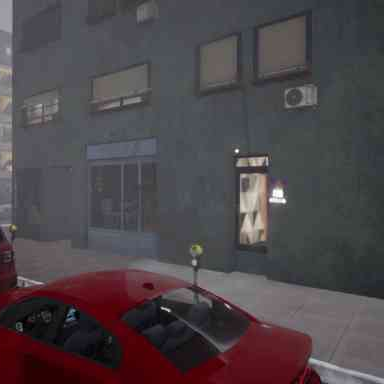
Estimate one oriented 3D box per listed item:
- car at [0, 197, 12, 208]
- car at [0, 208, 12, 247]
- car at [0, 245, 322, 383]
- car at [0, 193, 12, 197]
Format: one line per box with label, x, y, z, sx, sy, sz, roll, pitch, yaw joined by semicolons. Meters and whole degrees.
car;-17.666;1.368;28.598;1.895;1.301;4.718;1;1;34
car;-5.546;1.314;6.742;5.009;1.841;2.192;0;0;35
car;-1.018;1.544;3.571;4.507;1.381;1.887;0;0;35
car;-18.566;1.031;31.833;2.192;1.841;5.009;2;2;35
